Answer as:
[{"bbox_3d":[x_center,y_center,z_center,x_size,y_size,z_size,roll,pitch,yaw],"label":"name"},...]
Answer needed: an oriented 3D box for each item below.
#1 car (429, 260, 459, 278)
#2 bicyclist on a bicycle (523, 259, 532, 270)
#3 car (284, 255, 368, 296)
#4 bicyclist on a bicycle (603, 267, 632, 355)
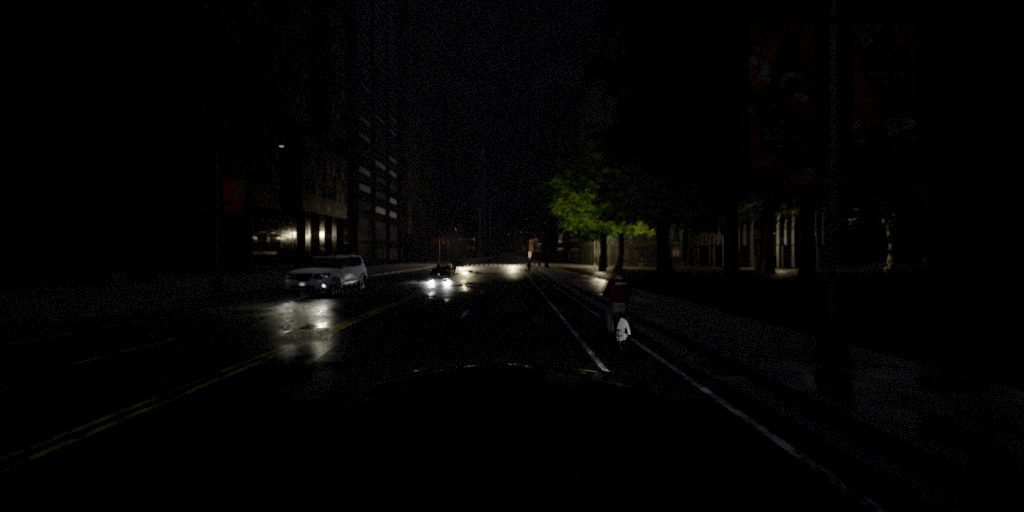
[{"bbox_3d":[-6.604,1.340,34.485,1.895,1.301,4.718,0,0,0],"label":"car"},{"bbox_3d":[2.218,1.185,46.738,0.866,1.612,1.509,0,0,0],"label":"bicyclist on a bicycle"},{"bbox_3d":[-9.854,0.960,19.590,2.150,2.045,5.566,0,0,0],"label":"car"},{"bbox_3d":[2.249,1.117,7.794,0.659,1.776,1.843,0,0,0],"label":"bicyclist on a bicycle"}]
